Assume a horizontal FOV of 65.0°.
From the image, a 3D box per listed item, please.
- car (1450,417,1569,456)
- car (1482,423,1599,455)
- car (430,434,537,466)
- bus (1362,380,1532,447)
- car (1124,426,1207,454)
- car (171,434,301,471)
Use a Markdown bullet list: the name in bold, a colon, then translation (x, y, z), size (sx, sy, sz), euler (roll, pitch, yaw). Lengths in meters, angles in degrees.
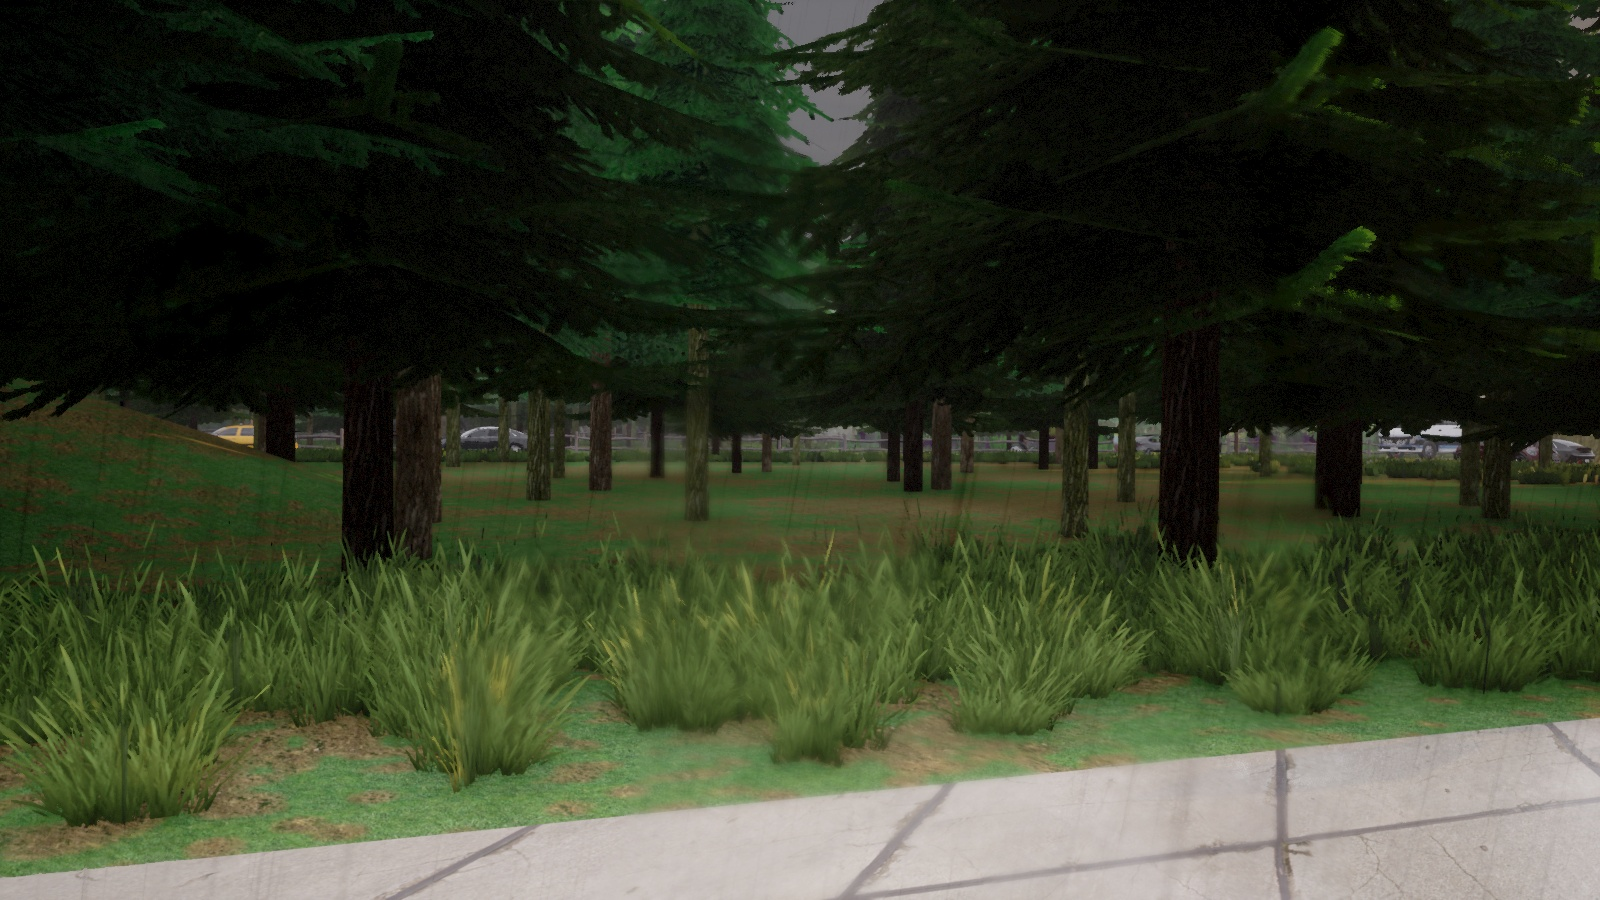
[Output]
- **car**: translation (33.241, -0.636, 59.011), size (2.097, 1.767, 4.553), euler (-1, 1, -22)
- **car**: translation (36.106, -0.557, 61.284), size (1.837, 1.490, 4.892), euler (-1, 1, -22)
- **car**: translation (-15.603, -0.034, 61.865), size (4.892, 1.490, 1.837), euler (-1, 1, -21)
- **bus**: translation (42.684, -2.396, 82.883), size (10.273, 4.253, 3.944), euler (-1, 1, -19)
- **car**: translation (20.742, -0.581, 71.325), size (4.193, 1.474, 1.816), euler (-1, 1, -14)
- **car**: translation (-25.923, 0.073, 57.924), size (5.366, 1.575, 1.801), euler (-1, 1, -21)
